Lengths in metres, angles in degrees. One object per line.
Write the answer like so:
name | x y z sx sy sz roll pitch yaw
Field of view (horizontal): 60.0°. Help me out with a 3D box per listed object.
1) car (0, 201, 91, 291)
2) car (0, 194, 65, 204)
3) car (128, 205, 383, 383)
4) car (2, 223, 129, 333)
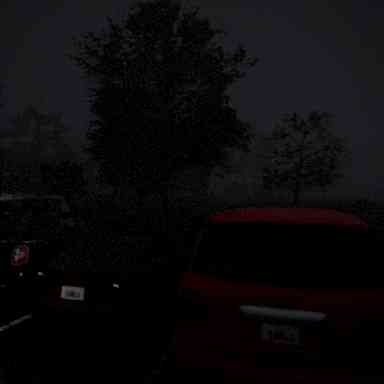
car | -3.504 1.267 8.520 2.185 1.767 4.553 1 0 15
car | -5.941 1.087 10.213 2.435 2.045 5.566 2 0 14
car | 1.379 1.221 5.165 2.435 2.045 5.566 1 0 15
car | -1.057 1.467 6.876 2.163 1.488 4.792 1 0 15
